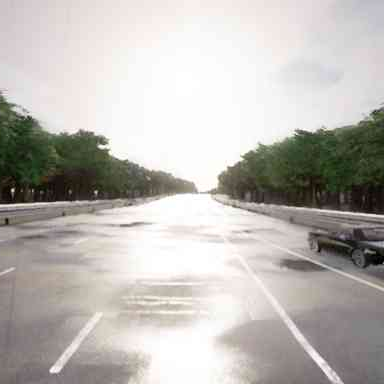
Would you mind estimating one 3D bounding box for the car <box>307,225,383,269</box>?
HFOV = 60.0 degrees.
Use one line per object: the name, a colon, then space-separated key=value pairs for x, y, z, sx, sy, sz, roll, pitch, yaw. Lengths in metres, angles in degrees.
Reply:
car: x=6.064 y=1.848 z=12.111 sx=1.895 sy=1.301 sz=4.718 roll=1 pitch=-1 yaw=-7
